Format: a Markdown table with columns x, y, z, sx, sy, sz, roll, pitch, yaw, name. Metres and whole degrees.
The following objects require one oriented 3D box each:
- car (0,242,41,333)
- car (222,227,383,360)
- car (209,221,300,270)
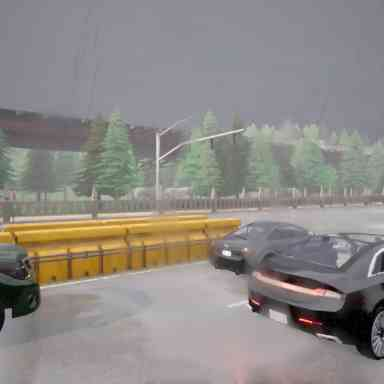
| x | y | z | sx | sy | sz | roll | pitch | yaw | name |
| --- | --- | --- | --- | --- | --- | --- | --- | --- | --- |
| -5.093 | 1.221 | 4.420 | 5.566 | 2.045 | 2.150 | 0 | 0 | -35 | car |
| 3.143 | 1.492 | 5.972 | 4.902 | 1.511 | 2.128 | 0 | 0 | -36 | car |
| 2.535 | 1.564 | 9.833 | 4.181 | 1.385 | 1.994 | 0 | 0 | -36 | car |
